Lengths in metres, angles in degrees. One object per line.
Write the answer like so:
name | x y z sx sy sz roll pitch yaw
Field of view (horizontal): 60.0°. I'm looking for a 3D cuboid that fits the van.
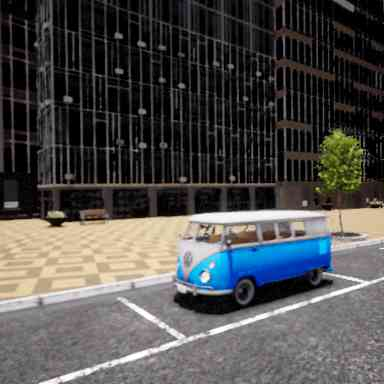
van | 1.513 1.344 7.657 3.998 1.788 1.690 0 -1 -35
